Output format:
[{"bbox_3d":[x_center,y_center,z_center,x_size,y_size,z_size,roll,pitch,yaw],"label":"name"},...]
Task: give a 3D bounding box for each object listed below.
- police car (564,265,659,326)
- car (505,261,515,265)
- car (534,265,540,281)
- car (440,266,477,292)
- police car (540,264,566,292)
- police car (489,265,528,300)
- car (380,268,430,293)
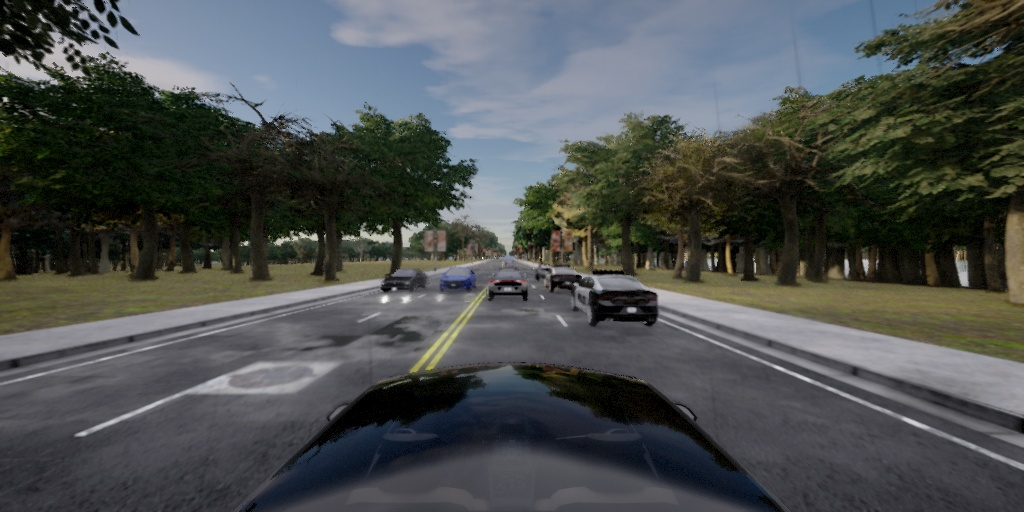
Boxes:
[{"bbox_3d":[3.240,1.283,12.311,1.930,1.638,5.238,0,-1,0],"label":"police car"},{"bbox_3d":[-0.234,1.757,59.453,2.033,1.411,5.357,0,0,-1],"label":"car"},{"bbox_3d":[3.147,1.544,34.221,2.128,1.511,4.902,0,0,0],"label":"car"},{"bbox_3d":[-3.396,1.436,23.242,1.882,1.535,5.008,0,-1,0],"label":"car"},{"bbox_3d":[3.205,1.384,23.322,1.930,1.638,5.238,0,-1,0],"label":"police car"},{"bbox_3d":[-0.166,1.426,19.314,2.038,1.542,4.974,0,-1,1],"label":"police car"},{"bbox_3d":[-6.644,1.503,22.885,2.033,1.411,5.357,0,-1,0],"label":"car"}]
